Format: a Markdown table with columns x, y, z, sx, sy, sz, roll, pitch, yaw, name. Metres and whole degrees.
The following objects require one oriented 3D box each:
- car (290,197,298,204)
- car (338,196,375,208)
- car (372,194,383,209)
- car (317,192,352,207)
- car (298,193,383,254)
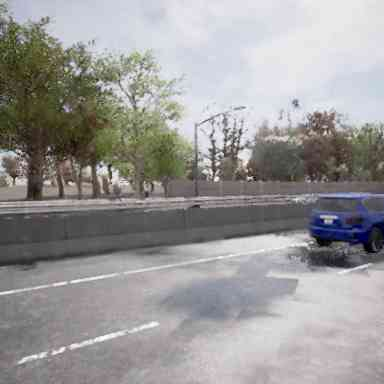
| x | y | z | sx | sy | sz | roll | pitch | yaw | name |
| --- | --- | --- | --- | --- | --- | --- | --- | --- | --- |
| 15.261 | 1.107 | 44.964 | 4.674 | 1.442 | 1.812 | -1 | 0 | -36 | car |
| 19.583 | 1.179 | 39.551 | 4.718 | 1.301 | 1.895 | -1 | 0 | -35 | car |
| 22.379 | 1.046 | 37.246 | 5.008 | 1.535 | 1.882 | -1 | 0 | -35 | car |
| 18.403 | 0.919 | 43.003 | 4.553 | 1.767 | 2.097 | -1 | 0 | -35 | car |
| 6.876 | 1.075 | 12.993 | 5.566 | 2.045 | 2.150 | -1 | 0 | -36 | car |
